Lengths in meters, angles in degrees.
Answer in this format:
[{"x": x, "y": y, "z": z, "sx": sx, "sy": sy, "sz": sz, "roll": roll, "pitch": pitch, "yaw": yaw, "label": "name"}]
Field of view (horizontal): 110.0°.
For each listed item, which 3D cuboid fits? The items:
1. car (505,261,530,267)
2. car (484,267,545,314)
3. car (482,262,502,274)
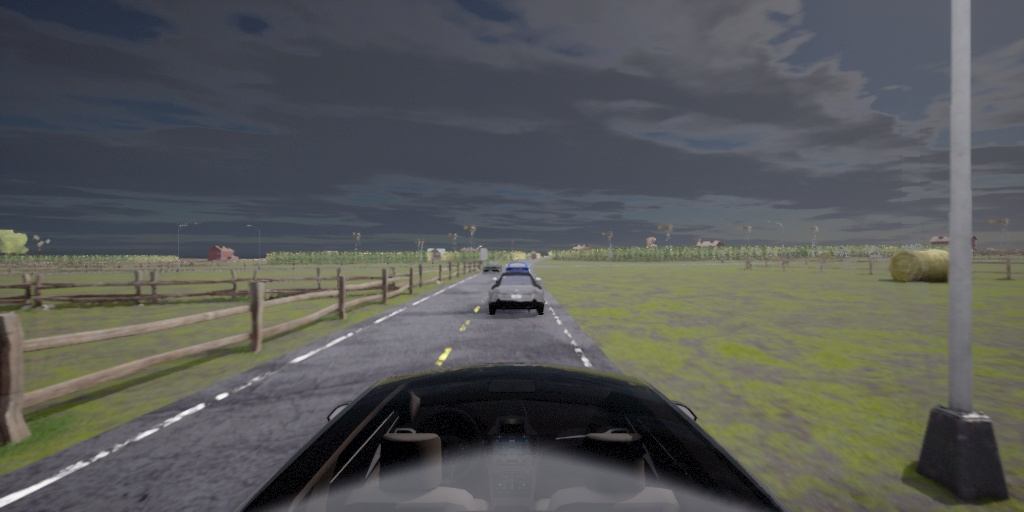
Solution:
[{"x": 0.466, "y": 1.197, "z": 29.706, "sx": 1.882, "sy": 1.535, "sz": 5.008, "roll": 0, "pitch": 0, "yaw": 2, "label": "car"}, {"x": 0.173, "y": 1.301, "z": 13.799, "sx": 1.994, "sy": 1.385, "sz": 4.181, "roll": 0, "pitch": 0, "yaw": 1, "label": "car"}, {"x": -2.154, "y": 1.307, "z": 39.848, "sx": 1.895, "sy": 1.301, "sz": 4.718, "roll": 0, "pitch": 0, "yaw": 2, "label": "car"}]
